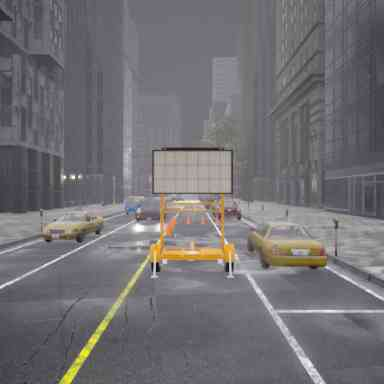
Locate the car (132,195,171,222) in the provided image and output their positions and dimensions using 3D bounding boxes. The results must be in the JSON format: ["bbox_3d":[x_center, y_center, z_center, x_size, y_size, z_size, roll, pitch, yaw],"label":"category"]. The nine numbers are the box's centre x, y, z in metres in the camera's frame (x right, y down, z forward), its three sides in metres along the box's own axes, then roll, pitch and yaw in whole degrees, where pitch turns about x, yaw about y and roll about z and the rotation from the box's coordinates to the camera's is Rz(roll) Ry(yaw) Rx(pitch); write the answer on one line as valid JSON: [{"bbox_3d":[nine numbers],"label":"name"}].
[{"bbox_3d":[-3.057,1.342,25.935,2.097,1.767,4.553,0,0,0],"label":"car"}]

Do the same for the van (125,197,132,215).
[{"bbox_3d":[-5.609,1.335,33.379,1.690,1.788,3.998,0,0,0],"label":"van"}]

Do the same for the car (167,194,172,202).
[{"bbox_3d":[-5.551,1.632,67.213,1.802,1.307,4.206,0,0,0],"label":"car"}]

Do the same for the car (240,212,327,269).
[{"bbox_3d":[2.884,1.521,10.994,1.752,1.417,4.829,0,0,1],"label":"car"}]

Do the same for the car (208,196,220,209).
[{"bbox_3d":[2.916,1.434,33.348,1.967,1.590,4.097,0,0,0],"label":"car"}]

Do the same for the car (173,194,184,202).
[{"bbox_3d":[-2.865,1.579,77.608,1.837,1.490,4.892,0,0,0],"label":"car"}]

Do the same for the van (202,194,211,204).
[{"bbox_3d":[2.974,1.392,67.186,1.690,1.788,3.998,0,0,0],"label":"van"}]

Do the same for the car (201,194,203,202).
[{"bbox_3d":[2.945,1.333,50.267,2.192,1.841,5.009,0,0,0],"label":"car"}]

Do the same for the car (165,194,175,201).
[{"bbox_3d":[-5.523,1.412,84.128,2.192,1.841,5.009,0,0,0],"label":"car"}]

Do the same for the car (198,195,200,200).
[{"bbox_3d":[2.993,1.659,78.465,1.802,1.307,4.206,0,0,0],"label":"car"}]

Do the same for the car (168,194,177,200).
[{"bbox_3d":[-5.504,1.457,95.407,2.192,1.841,5.009,0,0,0],"label":"car"}]

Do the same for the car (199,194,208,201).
[{"bbox_3d":[3.012,1.435,89.744,2.192,1.841,5.009,0,0,0],"label":"car"}]

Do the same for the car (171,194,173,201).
[{"bbox_3d":[-5.533,1.602,78.320,1.752,1.417,4.829,0,0,0],"label":"car"}]

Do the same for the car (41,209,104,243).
[{"bbox_3d":[-5.640,1.519,16.254,1.752,1.417,4.829,0,0,1],"label":"car"}]

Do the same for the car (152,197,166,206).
[{"bbox_3d":[-5.571,1.574,55.934,1.887,1.381,4.507,0,0,0],"label":"car"}]

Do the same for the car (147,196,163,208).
[{"bbox_3d":[-5.581,1.458,50.296,1.967,1.590,4.097,0,0,0],"label":"car"}]

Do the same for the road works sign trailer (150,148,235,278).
[{"bbox_3d":[0.016,0.461,10.109,2.380,3.560,2.880,0,0,0],"label":"road works sign trailer"}]

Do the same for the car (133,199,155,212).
[{"bbox_3d":[-5.600,1.565,39.017,1.947,1.339,4.313,0,0,0],"label":"car"}]

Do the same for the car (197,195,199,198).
[{"bbox_3d":[3.002,1.663,84.103,1.947,1.339,4.313,0,0,0],"label":"car"}]

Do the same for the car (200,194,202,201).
[{"bbox_3d":[2.964,1.480,61.546,1.967,1.590,4.097,0,0,0],"label":"car"}]

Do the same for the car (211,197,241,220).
[{"bbox_3d":[2.906,1.431,27.710,1.967,1.590,4.097,0,0,0],"label":"car"}]

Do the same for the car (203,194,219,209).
[{"bbox_3d":[2.935,1.323,44.628,2.192,1.841,5.009,0,0,0],"label":"car"}]
